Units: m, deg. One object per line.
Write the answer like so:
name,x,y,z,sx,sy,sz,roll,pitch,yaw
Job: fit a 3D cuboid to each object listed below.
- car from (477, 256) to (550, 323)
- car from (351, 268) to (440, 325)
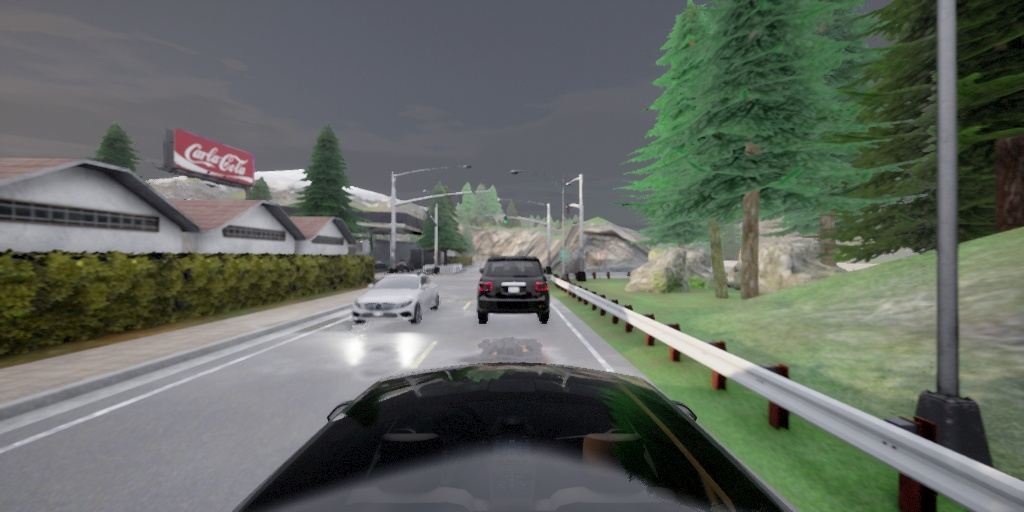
car,0.028,1.002,12.446,2.150,2.045,5.566,0,0,-1
car,-3.655,1.304,12.087,1.812,1.442,4.674,0,0,0
